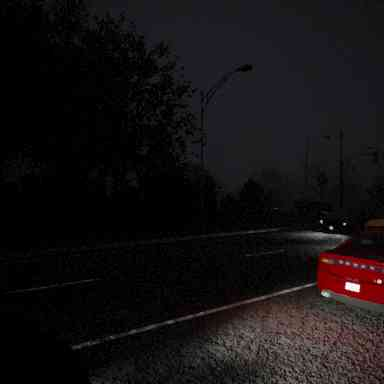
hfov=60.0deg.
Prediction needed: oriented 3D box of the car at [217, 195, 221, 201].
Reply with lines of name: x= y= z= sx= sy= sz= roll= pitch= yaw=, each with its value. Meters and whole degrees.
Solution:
car: x=3.918 y=1.454 z=56.637 sx=1.812 sy=1.442 sz=4.674 roll=0 pitch=1 yaw=-32

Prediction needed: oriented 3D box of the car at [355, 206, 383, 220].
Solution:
car: x=9.865 y=1.477 z=15.275 sx=5.008 sy=1.535 sz=1.882 roll=0 pitch=0 yaw=-35

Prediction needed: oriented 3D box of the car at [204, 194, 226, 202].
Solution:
car: x=4.743 y=1.292 z=68.783 sx=2.128 sy=1.511 sz=4.902 roll=0 pitch=1 yaw=-33

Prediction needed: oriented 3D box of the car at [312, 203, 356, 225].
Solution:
car: x=9.651 y=1.547 z=19.415 sx=5.357 sy=1.411 sz=2.033 roll=0 pitch=0 yaw=-35

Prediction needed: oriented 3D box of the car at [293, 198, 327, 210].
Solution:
car: x=14.466 y=1.477 z=39.825 sx=1.882 sy=1.535 sz=5.008 roll=0 pitch=0 yaw=-33

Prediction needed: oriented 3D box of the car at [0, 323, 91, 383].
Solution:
car: x=-2.985 y=1.492 z=1.625 sx=4.902 sy=1.511 sz=2.128 roll=0 pitch=0 yaw=-35

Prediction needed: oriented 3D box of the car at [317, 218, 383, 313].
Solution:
car: x=4.768 y=1.478 z=7.124 sx=5.008 sy=1.535 sz=1.882 roll=0 pitch=0 yaw=-35
